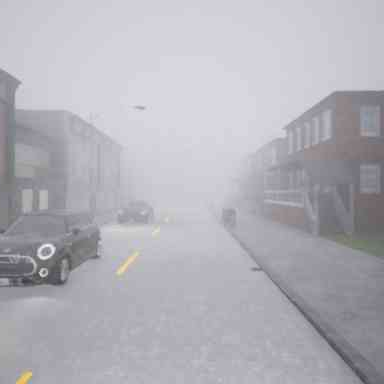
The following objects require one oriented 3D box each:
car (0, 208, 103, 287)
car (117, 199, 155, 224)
[{"bbox_3d":[-4.082,1.342,9.406,2.097,1.767,4.553,0,0,0],"label":"car"},{"bbox_3d":[-3.996,1.329,24.215,2.097,1.767,4.553,0,0,1],"label":"car"}]
